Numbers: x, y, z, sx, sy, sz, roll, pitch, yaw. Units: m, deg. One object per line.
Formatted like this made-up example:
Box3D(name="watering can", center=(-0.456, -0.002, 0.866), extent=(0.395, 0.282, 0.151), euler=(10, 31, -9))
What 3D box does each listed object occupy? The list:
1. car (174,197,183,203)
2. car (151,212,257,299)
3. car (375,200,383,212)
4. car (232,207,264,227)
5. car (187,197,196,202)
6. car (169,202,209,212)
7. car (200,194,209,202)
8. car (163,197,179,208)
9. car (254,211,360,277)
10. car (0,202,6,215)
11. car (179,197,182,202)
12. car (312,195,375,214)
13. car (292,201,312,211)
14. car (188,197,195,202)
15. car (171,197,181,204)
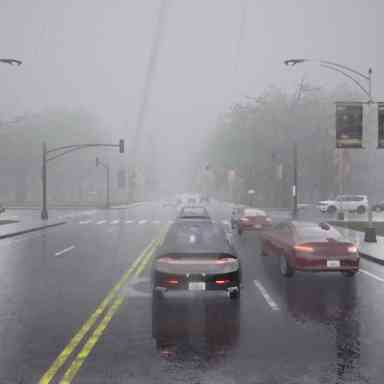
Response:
Box3D(name="car", center=(-3.361, 1.944, 81.739), extent=(2.033, 1.411, 5.357), euler=(0, -1, 0))
Box3D(name="car", center=(0.088, 1.496, 8.444), extent=(2.128, 1.511, 4.902), euler=(0, 0, 0))
Box3D(name="car", center=(23.943, 1.694, 40.849), extent=(5.008, 1.535, 1.882), euler=(0, 0, 0))
Box3D(name="car", center=(3.335, 1.554, 18.970), extent=(1.812, 1.442, 4.674), euler=(0, 0, 1))
Box3D(name="car", center=(-0.111, 1.892, 82.487), extent=(1.882, 1.535, 5.008), euler=(0, -1, 0))
Box3D(name="car", center=(0.077, 1.517, 17.851), extent=(2.128, 1.511, 4.902), euler=(0, 0, 0))
Box3D(name="car", center=(3.138, 1.641, 82.558), extent=(2.150, 2.045, 5.566), euler=(0, -1, 0))
Box3D(name="car", center=(-3.414, 1.759, 51.999), extent=(1.895, 1.301, 4.718), euler=(0, 0, 0))
Box3D(name="car", center=(3.332, 1.532, 10.162), extent=(1.812, 1.442, 4.674), euler=(0, 0, 0))
Box3D(name="car", center=(-20.182, 1.224, 30.508), extent=(5.566, 2.045, 2.150), euler=(0, 0, -1))
Box3D(name="car", center=(-3.399, 1.705, 61.351), extent=(2.128, 1.511, 4.902), euler=(0, 0, 1))
Box3D(name="car", center=(17.056, 1.398, 37.541), extent=(5.566, 2.045, 2.150), euler=(0, 0, -1))
Box3D(name="car", center=(14.811, 1.771, 40.764), extent=(4.718, 1.301, 1.895), euler=(0, 0, 0))
Box3D(name="car", center=(-0.127, 1.963, 92.940), extent=(1.994, 1.385, 4.181), euler=(0, -1, 0))
Box3D(name="car", center=(-3.347, 1.849, 71.262), extent=(1.994, 1.385, 4.181), euler=(0, -1, 0))
